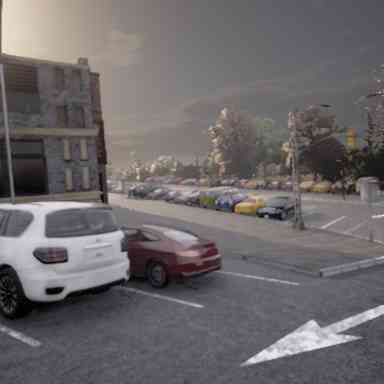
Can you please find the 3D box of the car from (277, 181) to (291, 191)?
[{"bbox_3d":[15.124,-0.900,49.757,2.002,1.452,4.674,1,5,42],"label":"car"}]

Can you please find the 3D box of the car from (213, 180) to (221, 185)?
[{"bbox_3d":[6.984,-1.651,65.514,2.163,1.488,4.792,2,6,44],"label":"car"}]

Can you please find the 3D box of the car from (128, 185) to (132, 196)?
[{"bbox_3d":[-7.126,-0.055,53.049,2.097,1.535,5.008,0,6,43],"label":"car"}]

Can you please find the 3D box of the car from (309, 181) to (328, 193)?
[{"bbox_3d":[18.078,-0.721,44.697,1.946,1.575,5.366,1,5,41],"label":"car"}]

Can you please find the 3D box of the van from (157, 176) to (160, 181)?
[{"bbox_3d":[-6.798,-3.367,95.053,4.442,1.987,1.878,-6,6,-44],"label":"van"}]

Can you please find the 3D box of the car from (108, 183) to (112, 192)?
[{"bbox_3d":[-13.673,-0.707,66.645,2.231,1.521,4.892,1,7,45],"label":"car"}]

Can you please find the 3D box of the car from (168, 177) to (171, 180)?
[{"bbox_3d":[-3.060,-2.712,87.000,4.792,1.488,2.163,-6,6,-44],"label":"car"}]

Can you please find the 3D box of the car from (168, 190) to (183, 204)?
[{"bbox_3d":[-0.147,0.599,39.664,2.002,1.452,4.674,1,6,41],"label":"car"}]

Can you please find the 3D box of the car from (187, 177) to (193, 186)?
[{"bbox_3d":[1.864,-2.328,76.194,4.553,1.767,2.185,-6,5,-45],"label":"car"}]

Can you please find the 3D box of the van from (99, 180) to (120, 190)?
[{"bbox_3d":[-19.868,-1.622,80.403,4.442,1.987,1.878,-8,6,-44],"label":"van"}]

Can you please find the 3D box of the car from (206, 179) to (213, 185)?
[{"bbox_3d":[5.723,-1.784,68.227,2.163,1.488,4.792,1,5,44],"label":"car"}]

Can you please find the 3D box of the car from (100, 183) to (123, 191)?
[{"bbox_3d":[-18.714,-1.216,77.573,4.792,1.488,2.163,-8,7,-44],"label":"car"}]

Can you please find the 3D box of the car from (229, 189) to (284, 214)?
[{"bbox_3d":[5.820,1.005,29.243,1.946,1.575,5.366,0,6,40],"label":"car"}]

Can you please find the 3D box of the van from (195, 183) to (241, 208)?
[{"bbox_3d":[2.800,0.560,34.435,1.878,1.987,4.442,0,6,41],"label":"van"}]

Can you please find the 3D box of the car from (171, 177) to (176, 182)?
[{"bbox_3d":[-1.812,-2.860,84.318,5.566,2.045,2.435,-6,5,-44],"label":"car"}]

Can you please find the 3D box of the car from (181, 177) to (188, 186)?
[{"bbox_3d":[0.641,-2.337,78.912,4.892,1.521,2.231,-6,5,-44],"label":"car"}]

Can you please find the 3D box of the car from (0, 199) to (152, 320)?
[{"bbox_3d":[-3.873,1.248,7.585,5.566,2.045,2.435,-1,-1,35],"label":"car"}]

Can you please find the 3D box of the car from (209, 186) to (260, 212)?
[{"bbox_3d":[4.183,0.791,31.696,2.185,1.767,4.553,0,6,41],"label":"car"}]

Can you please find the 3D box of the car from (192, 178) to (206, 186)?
[{"bbox_3d":[3.140,-2.072,73.537,5.008,1.535,2.097,-6,5,-45],"label":"car"}]

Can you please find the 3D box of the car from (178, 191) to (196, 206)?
[{"bbox_3d":[1.279,0.681,37.004,2.231,1.521,4.892,0,6,41],"label":"car"}]

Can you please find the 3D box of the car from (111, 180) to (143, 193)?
[{"bbox_3d":[-12.388,-0.701,63.910,2.185,1.767,4.553,1,7,44],"label":"car"}]

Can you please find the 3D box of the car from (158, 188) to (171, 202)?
[{"bbox_3d":[-1.580,0.480,42.325,2.002,1.452,4.674,0,6,42],"label":"car"}]

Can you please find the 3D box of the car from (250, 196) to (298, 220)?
[{"bbox_3d":[7.026,1.189,26.436,2.163,1.488,4.792,1,6,40],"label":"car"}]

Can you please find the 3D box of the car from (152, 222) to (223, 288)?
[{"bbox_3d":[-1.372,1.572,9.296,4.674,1.452,2.002,-1,-1,35],"label":"car"}]

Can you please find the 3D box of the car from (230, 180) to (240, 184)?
[{"bbox_3d":[9.665,-1.557,60.257,2.185,1.767,4.553,2,6,43],"label":"car"}]

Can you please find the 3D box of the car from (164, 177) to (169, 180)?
[{"bbox_3d":[-4.246,-2.852,89.756,4.792,1.488,2.163,-6,5,-44],"label":"car"}]

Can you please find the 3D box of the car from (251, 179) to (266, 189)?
[{"bbox_3d":[12.326,-1.305,54.954,2.185,1.767,4.553,1,5,43],"label":"car"}]

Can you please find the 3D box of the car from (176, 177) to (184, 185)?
[{"bbox_3d":[-0.719,-2.461,81.478,5.366,1.575,1.946,-6,6,-44],"label":"car"}]

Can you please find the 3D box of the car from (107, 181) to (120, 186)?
[{"bbox_3d":[-14.962,-0.840,69.372,2.097,1.535,5.008,0,6,45],"label":"car"}]

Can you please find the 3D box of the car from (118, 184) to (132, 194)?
[{"bbox_3d":[-9.787,-0.313,58.463,2.097,1.535,5.008,1,7,44],"label":"car"}]

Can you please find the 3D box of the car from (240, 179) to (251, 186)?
[{"bbox_3d":[11.116,-1.322,57.748,1.946,1.575,5.366,1,5,43],"label":"car"}]

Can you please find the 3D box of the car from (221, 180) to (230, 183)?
[{"bbox_3d":[8.309,-1.555,62.886,2.097,1.535,5.008,1,5,44],"label":"car"}]

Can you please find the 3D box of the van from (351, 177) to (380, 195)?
[{"bbox_3d":[20.766,-0.690,39.291,1.878,1.987,4.442,1,5,41],"label":"van"}]

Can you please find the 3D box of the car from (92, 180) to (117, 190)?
[{"bbox_3d":[-22.430,-1.906,85.773,5.566,2.045,2.435,-8,7,-44],"label":"car"}]

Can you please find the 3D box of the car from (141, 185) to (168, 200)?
[{"bbox_3d":[-4.374,0.234,47.671,2.002,1.452,4.674,1,6,42],"label":"car"}]

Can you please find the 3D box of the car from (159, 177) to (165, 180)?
[{"bbox_3d":[-5.620,-3.004,92.310,5.366,1.575,1.946,-6,6,-44],"label":"car"}]

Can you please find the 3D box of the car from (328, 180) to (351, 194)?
[{"bbox_3d":[19.366,-0.711,41.940,2.185,1.767,4.553,1,5,41],"label":"car"}]

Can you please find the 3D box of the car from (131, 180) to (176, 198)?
[{"bbox_3d":[-5.759,-0.183,50.360,2.435,2.045,5.566,0,6,43],"label":"car"}]

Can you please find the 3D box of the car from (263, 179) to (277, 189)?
[{"bbox_3d":[13.729,-1.020,52.366,2.002,1.452,4.674,1,5,42],"label":"car"}]

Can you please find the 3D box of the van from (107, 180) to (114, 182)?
[{"bbox_3d":[-17.390,-1.348,74.918,4.442,1.987,1.878,-8,6,-44],"label":"van"}]

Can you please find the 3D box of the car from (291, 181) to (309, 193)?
[{"bbox_3d":[16.414,-0.811,47.012,1.946,1.575,5.366,2,5,42],"label":"car"}]
